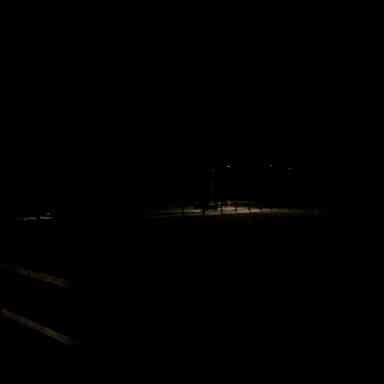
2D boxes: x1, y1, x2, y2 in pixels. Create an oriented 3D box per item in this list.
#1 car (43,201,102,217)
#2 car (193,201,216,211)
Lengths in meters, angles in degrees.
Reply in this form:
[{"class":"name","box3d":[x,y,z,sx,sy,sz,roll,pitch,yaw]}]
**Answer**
[{"class":"car","box3d":[-11.213,1.606,31.669,2.033,1.411,5.357,1,-1,36]},{"class":"car","box3d":[1.936,2.062,50.063,1.994,1.385,4.181,1,-1,36]}]
